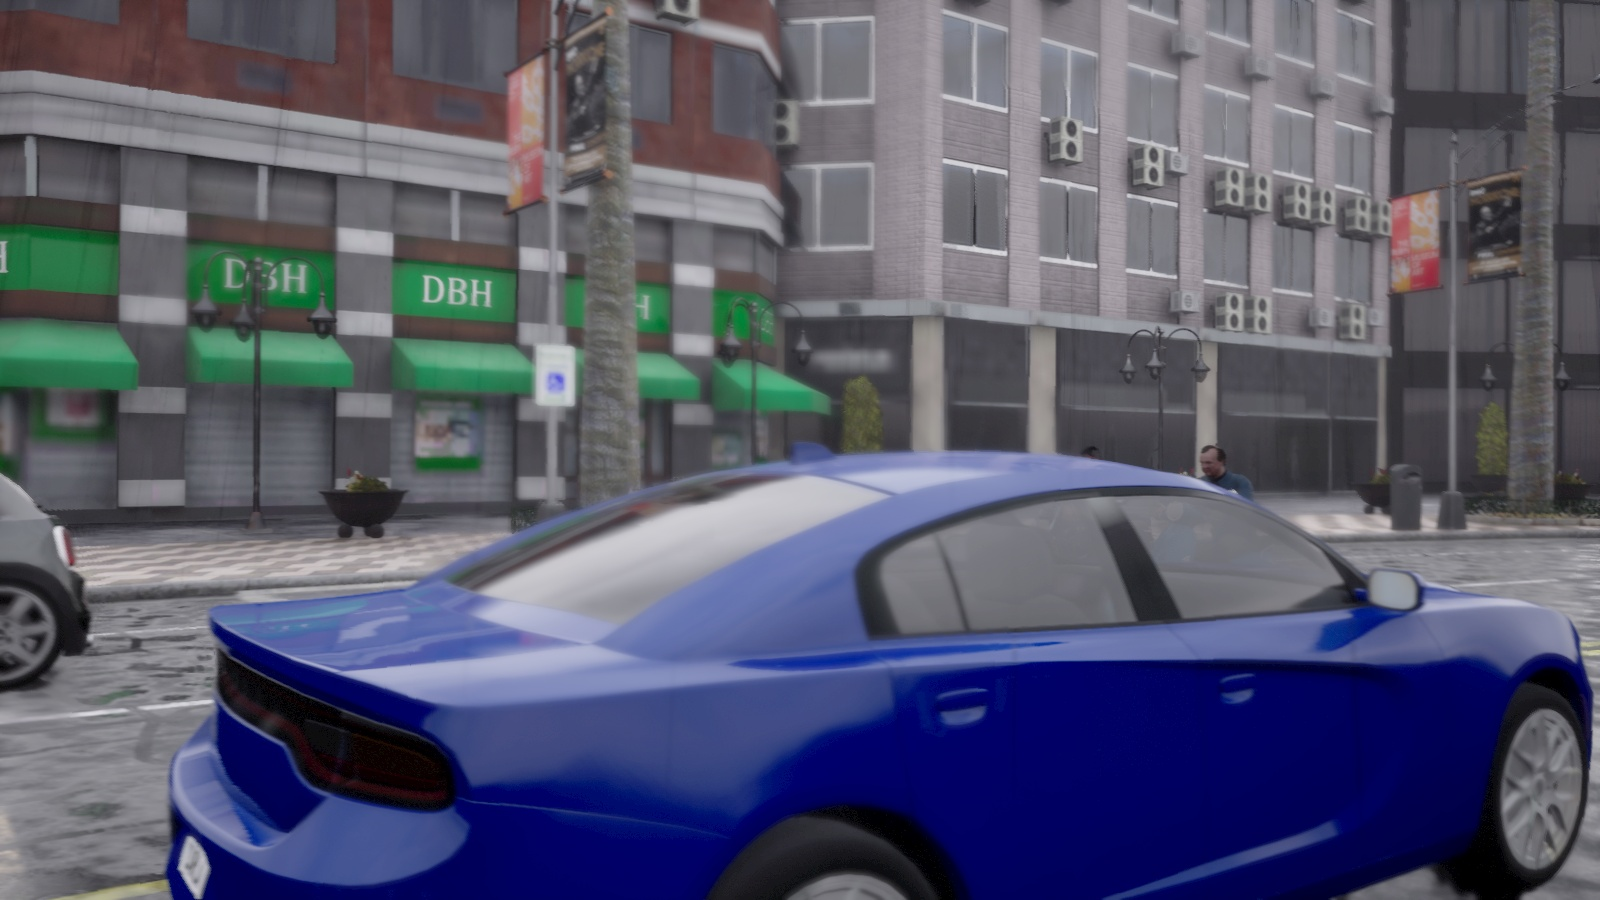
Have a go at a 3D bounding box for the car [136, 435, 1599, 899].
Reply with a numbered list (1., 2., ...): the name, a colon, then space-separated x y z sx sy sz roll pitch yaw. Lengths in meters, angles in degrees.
1. car: 0.733 0.742 4.176 5.008 1.535 1.882 0 0 -35

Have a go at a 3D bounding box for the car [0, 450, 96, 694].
1. car: -6.547 0.734 7.586 3.806 1.475 1.970 0 0 -35
